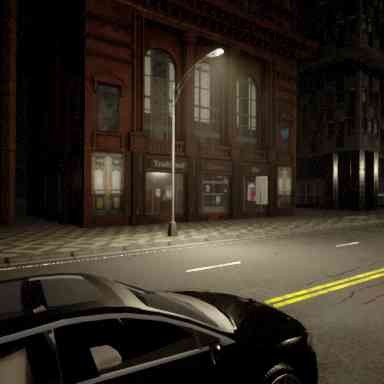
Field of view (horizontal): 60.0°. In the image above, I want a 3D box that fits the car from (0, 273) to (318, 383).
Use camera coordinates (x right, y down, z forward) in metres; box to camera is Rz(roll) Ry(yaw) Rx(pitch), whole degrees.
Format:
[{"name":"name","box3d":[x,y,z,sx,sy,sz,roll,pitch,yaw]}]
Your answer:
[{"name":"car","box3d":[-0.947,1.491,2.765,4.902,1.511,2.128,0,0,-35]}]
